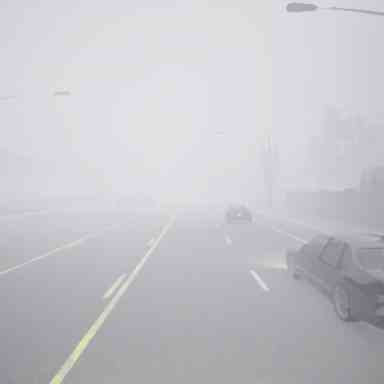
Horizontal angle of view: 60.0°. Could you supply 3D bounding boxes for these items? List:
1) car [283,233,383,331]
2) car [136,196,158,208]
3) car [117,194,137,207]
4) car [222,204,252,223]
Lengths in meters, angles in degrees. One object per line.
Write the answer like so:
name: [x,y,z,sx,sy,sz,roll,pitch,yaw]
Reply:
car: [3.537,1.599,7.217,2.033,1.411,5.357,0,0,0]
car: [-6.656,1.454,51.443,2.097,1.767,4.553,0,0,6]
car: [-10.105,1.333,52.733,2.150,2.045,5.566,0,0,7]
car: [3.566,1.651,26.677,1.994,1.385,4.181,0,0,0]
